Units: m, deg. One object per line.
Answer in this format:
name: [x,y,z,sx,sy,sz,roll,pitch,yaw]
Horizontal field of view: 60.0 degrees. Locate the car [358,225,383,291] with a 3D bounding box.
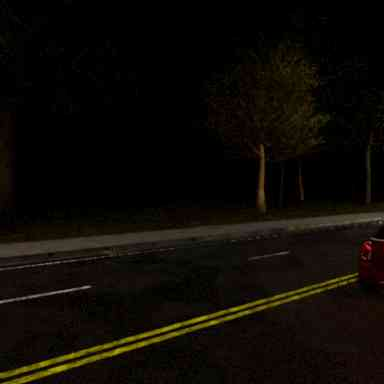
car: [5.838,1.289,7.603,4.553,1.767,2.097,0,0,-35]
